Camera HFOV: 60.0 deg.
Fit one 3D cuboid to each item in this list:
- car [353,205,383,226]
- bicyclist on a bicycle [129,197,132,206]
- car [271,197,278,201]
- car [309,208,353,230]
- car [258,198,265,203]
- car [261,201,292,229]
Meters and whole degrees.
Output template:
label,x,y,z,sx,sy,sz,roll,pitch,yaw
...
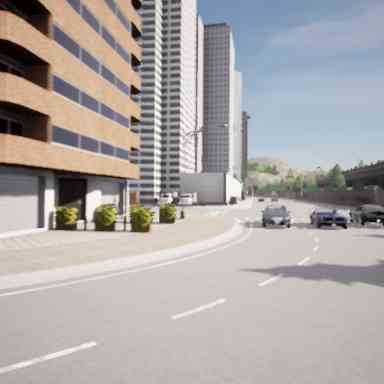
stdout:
label,x,y,z,sx,sy,sz,roll,pitch,yaw
car,13.600,1.763,25.769,1.837,1.490,4.892,0,0,11
bicyclist on a bicycle,-10.321,1.578,55.099,0.582,1.620,1.656,0,0,11
car,22.641,2.187,91.173,1.837,1.490,4.892,0,0,11
car,9.469,1.808,23.245,1.895,1.301,4.718,0,0,12
car,19.198,2.258,91.806,1.895,1.301,4.718,0,0,11
car,5.979,1.674,23.672,2.128,1.511,4.902,0,0,12
